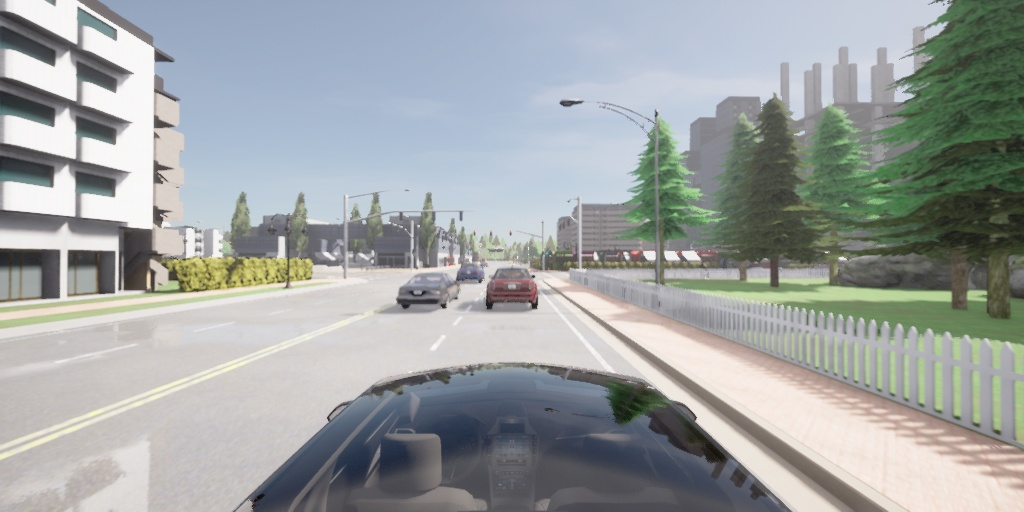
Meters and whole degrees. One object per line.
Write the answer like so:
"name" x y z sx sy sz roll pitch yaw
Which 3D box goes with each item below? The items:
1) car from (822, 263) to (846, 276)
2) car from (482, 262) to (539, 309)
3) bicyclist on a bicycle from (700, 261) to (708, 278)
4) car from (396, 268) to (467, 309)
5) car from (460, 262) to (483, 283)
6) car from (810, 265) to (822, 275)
"car" 38.013 1.650 39.540 5.357 1.411 2.033 0 -1 -1
"car" 0.005 1.233 15.933 2.097 1.767 4.553 0 -1 0
"bicyclist on a bicycle" 18.797 1.365 35.176 0.582 1.620 1.656 0 -1 -1
"car" -3.497 1.429 15.840 2.033 1.411 5.357 0 -1 0
"car" -3.512 1.373 30.925 2.097 1.767 4.553 0 -1 -1
"car" 38.219 1.700 43.044 4.181 1.385 1.994 0 -1 -1
